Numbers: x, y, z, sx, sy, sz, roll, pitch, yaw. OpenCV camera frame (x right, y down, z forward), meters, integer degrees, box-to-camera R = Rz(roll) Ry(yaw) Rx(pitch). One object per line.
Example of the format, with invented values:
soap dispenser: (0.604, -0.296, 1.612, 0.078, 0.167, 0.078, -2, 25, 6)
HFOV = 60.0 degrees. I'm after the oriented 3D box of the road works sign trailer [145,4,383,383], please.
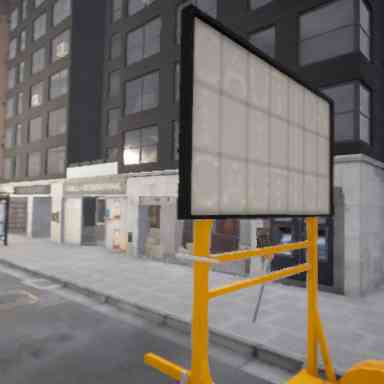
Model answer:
road works sign trailer: (0.558, 0.624, 3.005, 2.880, 3.560, 2.380, -1, -4, 43)
